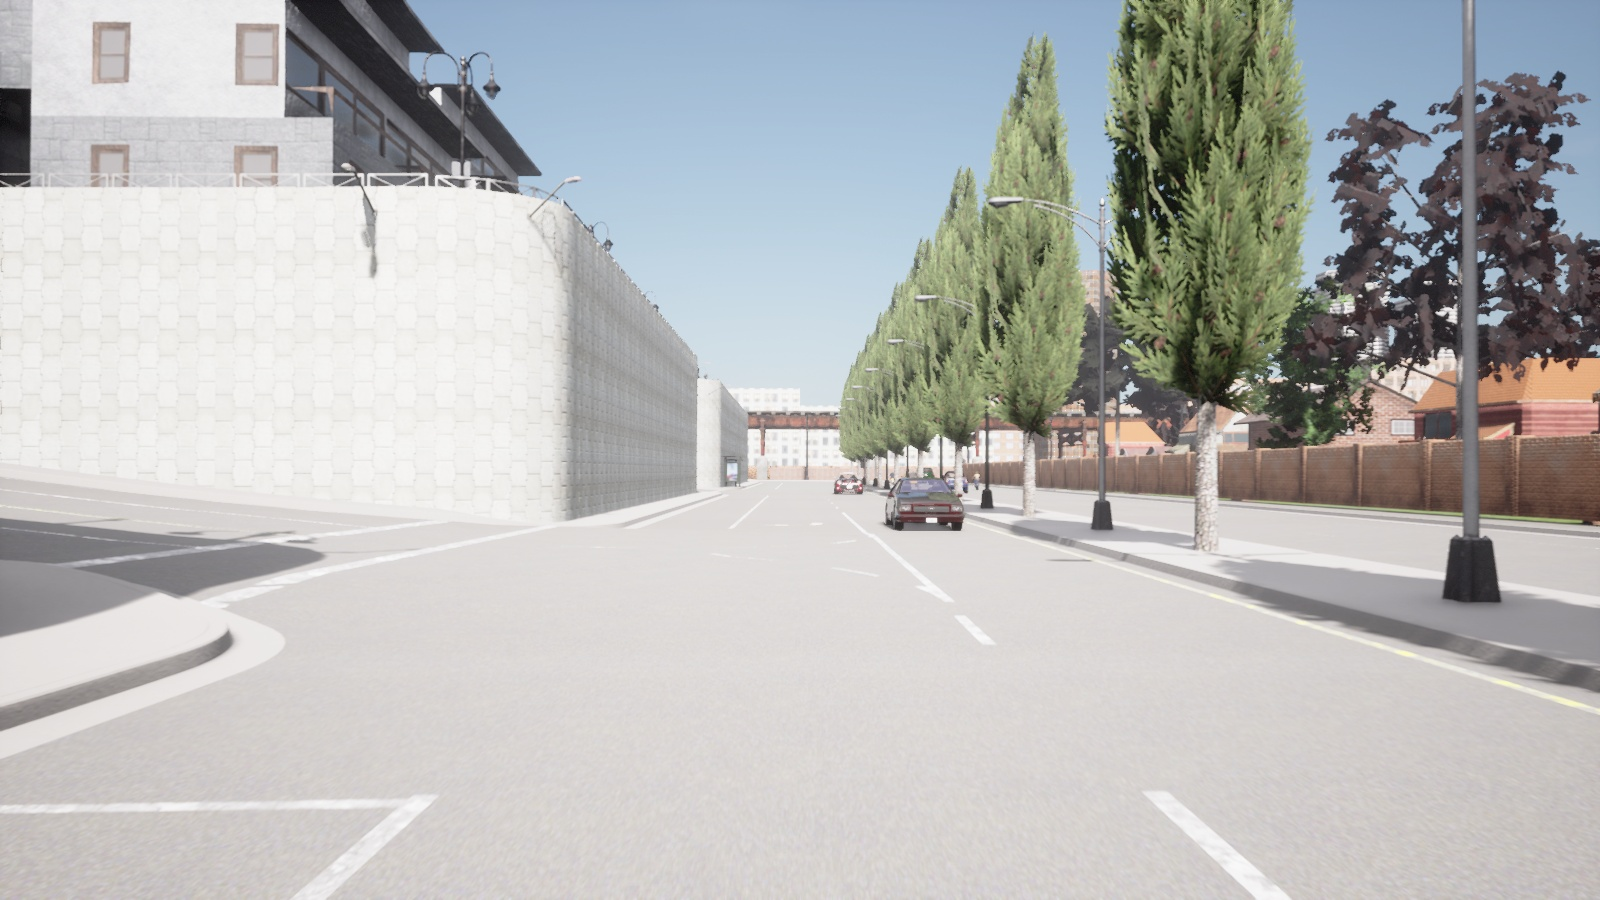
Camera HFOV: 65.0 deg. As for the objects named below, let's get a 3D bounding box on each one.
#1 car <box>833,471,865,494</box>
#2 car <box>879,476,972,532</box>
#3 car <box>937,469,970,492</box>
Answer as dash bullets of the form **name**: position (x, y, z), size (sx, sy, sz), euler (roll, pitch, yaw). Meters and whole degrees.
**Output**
- **car**: position (3.265, 2.181, 84.583), size (1.970, 1.475, 3.806), euler (0, -1, 0)
- **car**: position (3.402, 1.435, 35.025), size (2.033, 1.411, 5.357), euler (0, -1, 0)
- **car**: position (11.243, 2.211, 92.187), size (1.851, 1.617, 3.988), euler (0, -1, 0)
